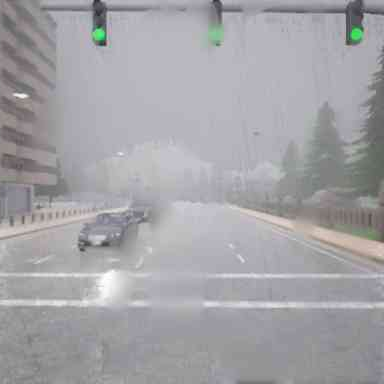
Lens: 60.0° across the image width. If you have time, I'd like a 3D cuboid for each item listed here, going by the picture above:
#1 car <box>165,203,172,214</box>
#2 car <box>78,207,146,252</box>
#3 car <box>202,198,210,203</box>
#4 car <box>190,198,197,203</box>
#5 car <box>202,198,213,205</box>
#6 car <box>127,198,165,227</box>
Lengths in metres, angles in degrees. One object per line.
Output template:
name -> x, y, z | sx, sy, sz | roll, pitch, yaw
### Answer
car -> -3.564, 2.003, 40.739 | 1.994, 1.385, 4.181 | 0, -1, 1
car -> -3.601, 1.672, 14.994 | 2.128, 1.511, 4.902 | 0, -1, 0
car -> 3.893, 2.383, 92.828 | 1.994, 1.385, 4.181 | 0, -1, 0
car -> 0.393, 2.431, 92.858 | 1.895, 1.301, 4.718 | 0, -1, 0
car -> 3.967, 2.196, 82.652 | 2.097, 1.767, 4.553 | 0, -1, 0
car -> -3.597, 1.506, 25.401 | 2.150, 2.045, 5.566 | 0, 0, 0
